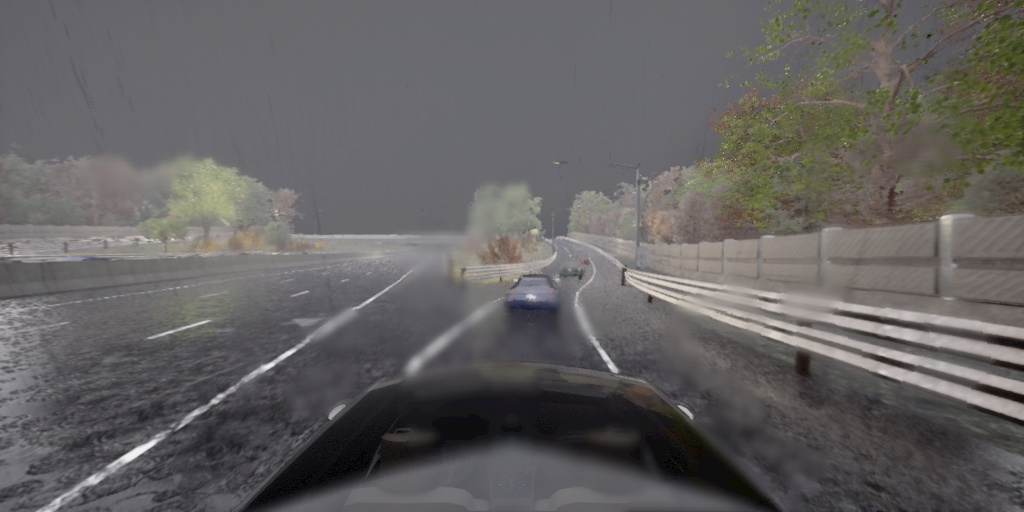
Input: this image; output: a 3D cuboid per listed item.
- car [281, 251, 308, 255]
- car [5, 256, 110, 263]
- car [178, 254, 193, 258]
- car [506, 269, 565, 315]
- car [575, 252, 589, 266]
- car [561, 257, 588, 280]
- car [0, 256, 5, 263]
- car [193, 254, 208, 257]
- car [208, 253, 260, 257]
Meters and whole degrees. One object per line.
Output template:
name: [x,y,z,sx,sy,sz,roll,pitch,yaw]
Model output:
car: [-32.374,0.106,54.336,2.097,1.767,4.553,0,1,-10]
car: [-26.619,0.744,21.896,1.882,1.535,5.008,0,1,-10]
car: [-37.187,0.482,41.448,1.994,1.385,4.181,0,1,-10]
car: [0.966,1.385,14.182,1.994,1.385,4.181,0,0,8]
car: [11.351,0.583,58.021,2.097,1.767,4.553,1,3,10]
car: [5.949,1.281,34.975,2.097,1.767,4.553,1,1,15]
car: [-30.127,0.854,21.633,1.895,1.301,4.718,0,1,-10]
car: [-33.618,0.415,41.324,1.882,1.535,5.008,0,1,-10]
car: [-29.538,0.508,38.271,1.837,1.490,4.892,0,1,-10]
